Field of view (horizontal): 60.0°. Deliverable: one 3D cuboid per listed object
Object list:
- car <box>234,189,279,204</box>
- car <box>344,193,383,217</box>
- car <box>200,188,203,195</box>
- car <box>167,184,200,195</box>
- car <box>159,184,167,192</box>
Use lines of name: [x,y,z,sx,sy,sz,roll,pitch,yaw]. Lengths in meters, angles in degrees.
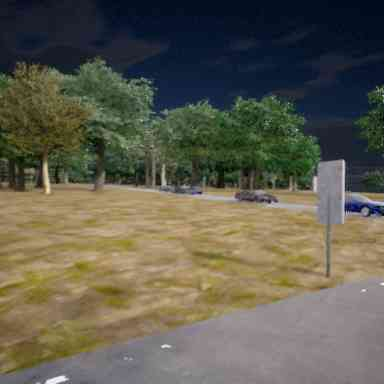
car: [6.537,0.436,34.411,2.033,1.411,5.357,2,2,-28]
car: [11.865,0.859,24.509,1.882,1.535,5.008,1,2,-29]
car: [0.033,-0.334,53.210,1.994,1.385,4.181,1,2,-28]
car: [-1.344,-0.290,49.179,2.033,1.411,5.357,1,2,-28]
car: [-4.660,-0.770,61.836,1.994,1.385,4.181,1,2,-28]
